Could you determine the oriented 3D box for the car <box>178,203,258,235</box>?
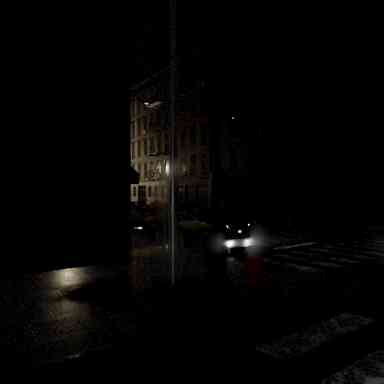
[{"bbox_3d":[0.951,1.565,18.691,2.033,1.411,5.357,0,0,-32],"label":"car"}]

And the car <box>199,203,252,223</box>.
[{"bbox_3d":[2.531,1.578,25.888,1.802,1.307,4.206,0,0,-35],"label":"car"}]

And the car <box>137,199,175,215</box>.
[{"bbox_3d":[-3.846,1.528,34.845,1.752,1.417,4.829,0,0,-35],"label":"car"}]

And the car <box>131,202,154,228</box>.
[{"bbox_3d":[-4.012,1.584,21.241,2.008,1.369,4.403,0,0,-35],"label":"car"}]

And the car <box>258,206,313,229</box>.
[{"bbox_3d":[5.671,1.557,21.479,1.947,1.339,4.313,0,0,-35],"label":"car"}]

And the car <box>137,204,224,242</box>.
[{"bbox_3d":[-0.774,1.554,16.693,1.752,1.417,4.829,0,0,-35],"label":"car"}]

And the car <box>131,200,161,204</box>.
[{"bbox_3d":[-4.805,1.517,26.733,2.128,1.511,4.902,0,0,-35],"label":"car"}]

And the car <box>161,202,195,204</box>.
[{"bbox_3d":[-0.608,1.565,30.297,1.947,1.339,4.313,0,0,-35],"label":"car"}]
